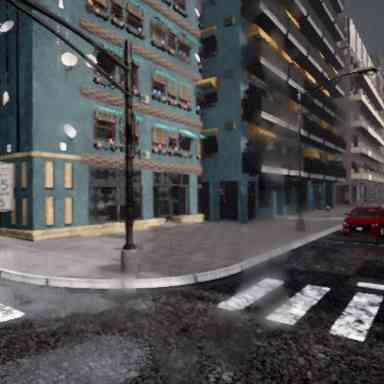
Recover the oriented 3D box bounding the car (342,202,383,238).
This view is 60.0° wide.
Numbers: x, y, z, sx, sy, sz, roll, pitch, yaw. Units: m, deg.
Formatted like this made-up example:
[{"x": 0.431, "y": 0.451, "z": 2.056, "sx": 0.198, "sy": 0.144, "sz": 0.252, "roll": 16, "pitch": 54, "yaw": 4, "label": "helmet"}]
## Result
[{"x": 8.993, "y": 1.434, "z": 17.073, "sx": 1.887, "sy": 1.381, "sz": 4.507, "roll": 0, "pitch": 0, "yaw": 36, "label": "car"}]
